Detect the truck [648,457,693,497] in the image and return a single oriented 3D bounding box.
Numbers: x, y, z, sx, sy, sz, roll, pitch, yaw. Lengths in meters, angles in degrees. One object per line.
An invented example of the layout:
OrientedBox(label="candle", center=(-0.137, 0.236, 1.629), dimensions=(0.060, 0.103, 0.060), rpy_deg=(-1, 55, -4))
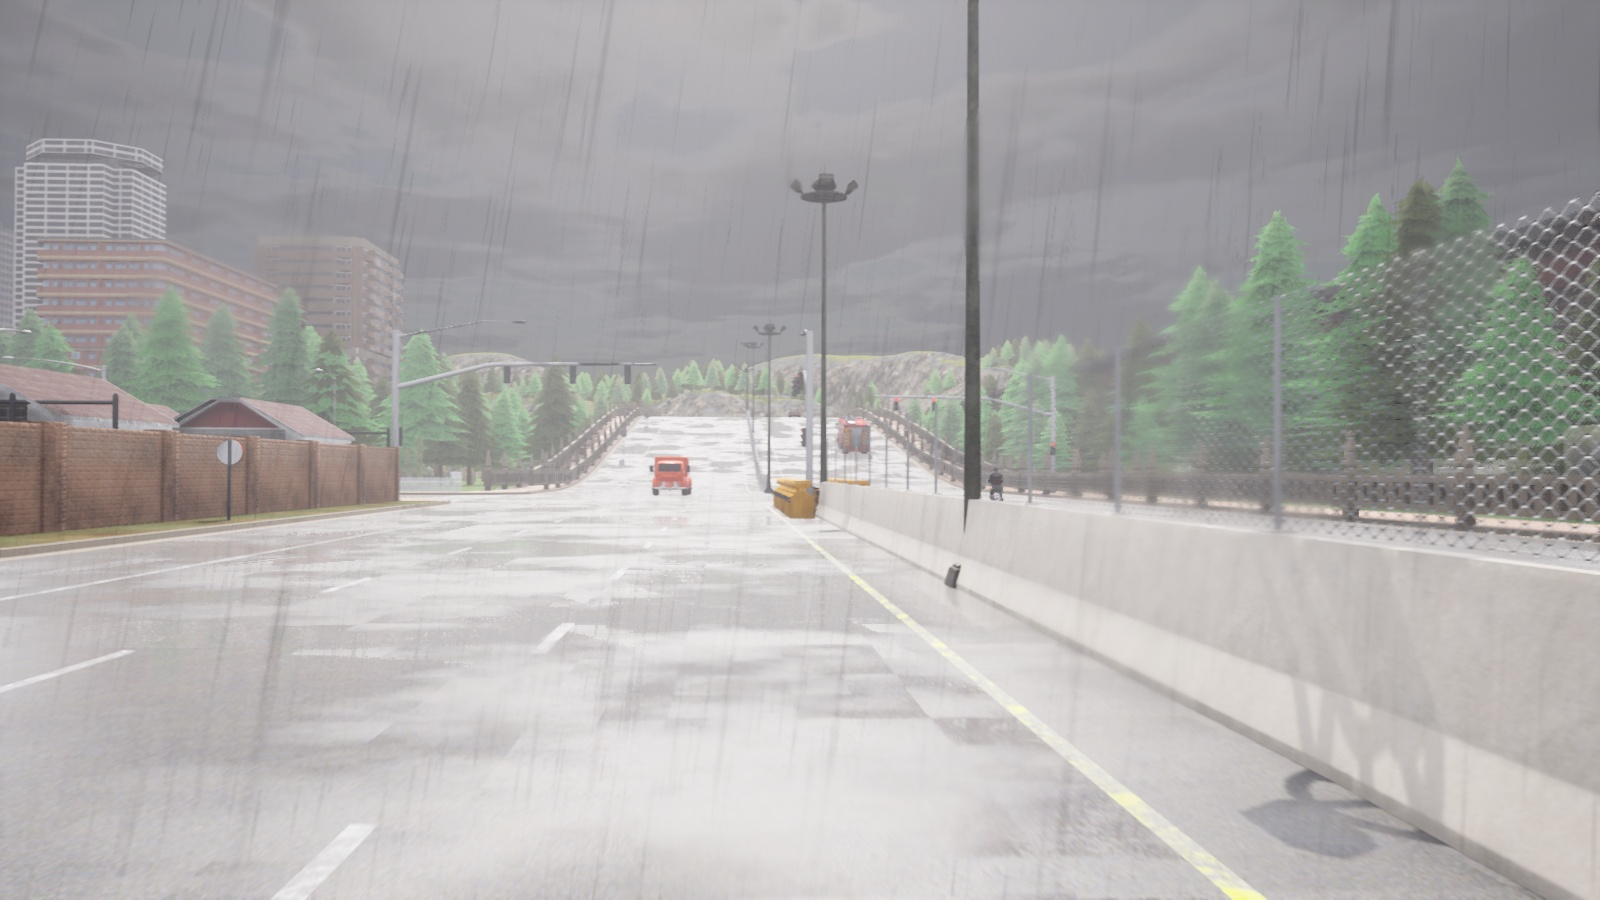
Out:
OrientedBox(label="truck", center=(-8.214, 1.704, 79.985), dimensions=(2.627, 2.467, 5.204), rpy_deg=(0, -1, -3))
